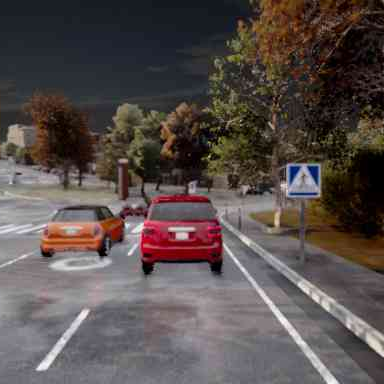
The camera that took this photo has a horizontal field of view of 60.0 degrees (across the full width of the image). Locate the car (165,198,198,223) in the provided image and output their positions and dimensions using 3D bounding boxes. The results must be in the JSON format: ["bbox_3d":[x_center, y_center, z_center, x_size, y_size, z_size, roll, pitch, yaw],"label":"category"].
[{"bbox_3d":[-0.649,1.263,24.014,2.033,1.411,5.357,0,1,2],"label":"car"}]

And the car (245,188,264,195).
[{"bbox_3d":[13.335,-0.131,72.208,2.033,1.411,5.357,-1,3,-26],"label":"car"}]

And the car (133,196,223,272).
[{"bbox_3d":[-0.321,1.125,10.605,2.150,2.045,5.566,0,0,-2],"label":"car"}]

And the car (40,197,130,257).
[{"bbox_3d":[-3.881,1.254,12.604,2.097,1.767,4.553,0,1,-2],"label":"car"}]

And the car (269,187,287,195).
[{"bbox_3d":[18.057,-0.449,68.708,2.150,2.045,5.566,-1,2,-17],"label":"car"}]

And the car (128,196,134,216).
[{"bbox_3d":[-3.919,1.049,25.432,2.097,1.767,4.553,0,1,4],"label":"car"}]
